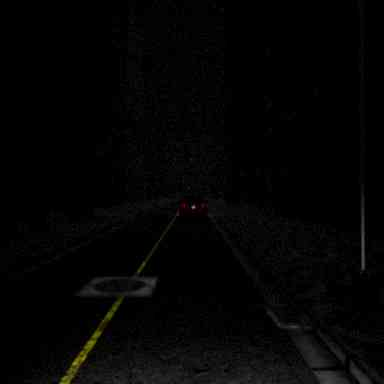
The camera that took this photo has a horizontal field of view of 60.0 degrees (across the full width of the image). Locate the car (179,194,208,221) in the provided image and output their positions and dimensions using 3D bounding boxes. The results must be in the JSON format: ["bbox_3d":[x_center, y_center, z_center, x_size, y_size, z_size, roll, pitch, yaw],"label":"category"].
[{"bbox_3d":[0.108,1.225,27.383,2.150,2.045,5.566,0,0,0],"label":"car"}]

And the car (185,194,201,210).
[{"bbox_3d":[0.130,1.264,46.073,2.150,2.045,5.566,0,0,0],"label":"car"}]
